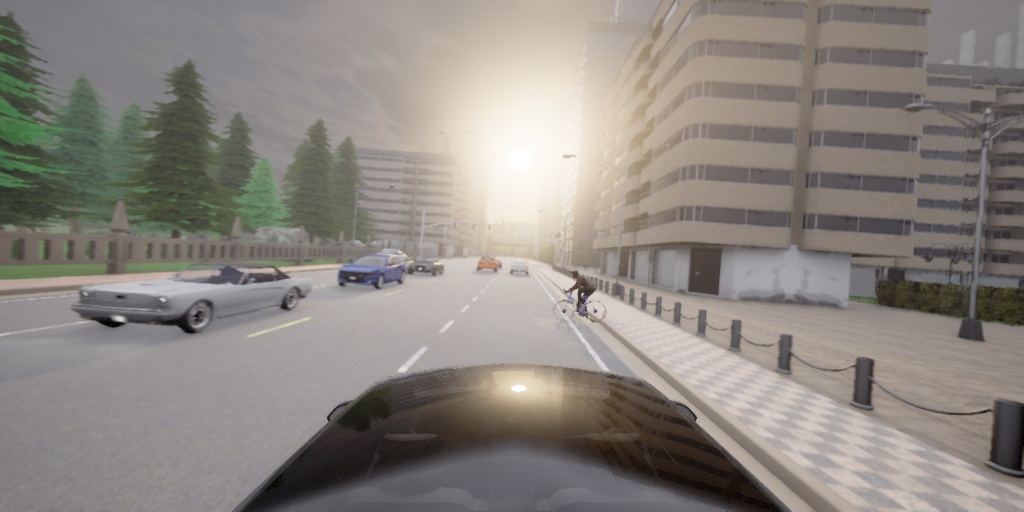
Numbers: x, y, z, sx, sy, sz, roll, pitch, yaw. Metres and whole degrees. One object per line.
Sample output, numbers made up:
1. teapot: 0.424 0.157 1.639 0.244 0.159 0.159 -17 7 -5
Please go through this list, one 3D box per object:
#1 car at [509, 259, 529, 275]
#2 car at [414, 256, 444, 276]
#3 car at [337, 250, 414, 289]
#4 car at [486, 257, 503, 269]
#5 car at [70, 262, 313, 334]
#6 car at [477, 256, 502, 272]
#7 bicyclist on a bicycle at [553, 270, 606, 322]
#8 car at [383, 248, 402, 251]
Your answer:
1. car: 0.819 1.187 38.859 1.812 1.442 4.674 4 0 1
2. car: -6.582 0.738 27.929 1.994 1.385 4.181 4 0 2
3. car: -6.804 0.675 17.957 1.882 1.535 5.008 4 0 1
4. car: -2.422 0.945 50.669 1.994 1.385 4.181 4 0 1
5. car: -7.016 0.821 8.668 1.895 1.301 4.718 4 0 1
6. car: -2.627 0.759 40.445 2.097 1.767 4.553 4 0 1
7. bicyclist on a bicycle: 2.108 1.251 11.169 1.656 1.620 0.582 0 0 1
8. car: -9.933 0.106 29.428 1.812 1.442 4.674 4 0 1
